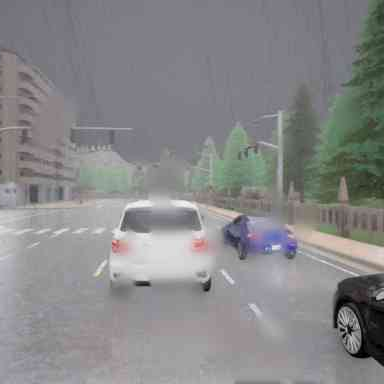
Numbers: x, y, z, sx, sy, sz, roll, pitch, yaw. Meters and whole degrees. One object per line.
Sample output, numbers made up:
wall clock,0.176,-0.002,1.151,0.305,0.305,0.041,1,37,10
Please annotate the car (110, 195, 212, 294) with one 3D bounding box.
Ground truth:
car,-0.802,1.221,9.003,2.150,2.045,5.566,0,0,-5

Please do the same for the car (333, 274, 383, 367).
car,3.120,1.492,3.135,2.128,1.511,4.902,0,0,-3

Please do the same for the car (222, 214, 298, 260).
car,2.342,1.526,12.363,1.812,1.442,4.674,0,0,-6
